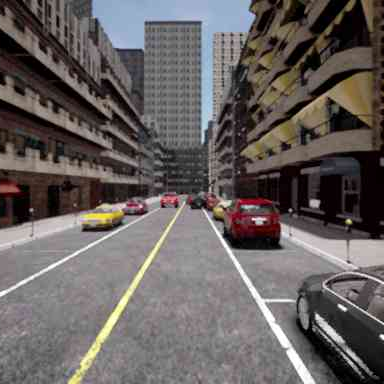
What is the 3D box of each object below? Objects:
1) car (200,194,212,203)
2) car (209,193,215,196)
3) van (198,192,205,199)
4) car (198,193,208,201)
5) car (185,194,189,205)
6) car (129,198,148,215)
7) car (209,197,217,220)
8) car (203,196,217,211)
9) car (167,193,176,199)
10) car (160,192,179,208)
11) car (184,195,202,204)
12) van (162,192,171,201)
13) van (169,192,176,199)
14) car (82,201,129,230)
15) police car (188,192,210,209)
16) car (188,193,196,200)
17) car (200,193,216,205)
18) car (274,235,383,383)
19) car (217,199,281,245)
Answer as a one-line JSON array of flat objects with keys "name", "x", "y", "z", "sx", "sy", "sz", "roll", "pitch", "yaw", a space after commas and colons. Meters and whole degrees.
[{"name": "car", "x": 2.523, "y": 1.156, "z": 59.374, "sx": 1.967, "sy": 1.590, "sz": 4.097, "roll": -1, "pitch": 0, "yaw": 0}, {"name": "car", "x": 2.528, "y": 1.085, "z": 48.276, "sx": 2.192, "sy": 1.841, "sz": 5.009, "roll": -1, "pitch": 0, "yaw": 0}, {"name": "van", "x": 2.507, "y": 0.920, "z": 87.119, "sx": 1.690, "sy": 1.788, "sz": 3.998, "roll": -1, "pitch": 0, "yaw": 0}, {"name": "car", "x": 2.515, "y": 1.074, "z": 76.021, "sx": 1.967, "sy": 1.590, "sz": 4.097, "roll": -1, "pitch": 0, "yaw": 0}, {"name": "car", "x": 0.197, "y": 1.233, "z": 51.218, "sx": 1.882, "sy": 1.535, "sz": 5.008, "roll": 0, "pitch": 0, "yaw": -11}, {"name": "car", "x": -5.342, "y": 1.290, "z": 31.605, "sx": 1.967, "sy": 1.590, "sz": 4.097, "roll": -1, "pitch": 0, "yaw": 0}, {"name": "car", "x": 2.542, "y": 1.401, "z": 26.251, "sx": 1.752, "sy": 1.417, "sz": 4.829, "roll": -1, "pitch": 0, "yaw": 0}, {"name": "car", "x": 2.537, "y": 1.406, "z": 37.179, "sx": 1.802, "sy": 1.307, "sz": 4.206, "roll": -1, "pitch": 0, "yaw": 0}, {"name": "car", "x": -5.372, "y": 1.019, "z": 87.096, "sx": 1.967, "sy": 1.590, "sz": 4.097, "roll": -1, "pitch": 0, "yaw": 0}, {"name": "car", "x": -2.858, "y": 1.016, "z": 43.435, "sx": 2.150, "sy": 2.045, "sz": 5.566, "roll": 0, "pitch": 0, "yaw": 0}, {"name": "car", "x": 0.247, "y": 1.231, "z": 57.296, "sx": 1.837, "sy": 1.490, "sz": 4.892, "roll": 0, "pitch": 0, "yaw": 15}, {"name": "van", "x": -5.364, "y": 1.002, "z": 70.448, "sx": 1.690, "sy": 1.788, "sz": 3.998, "roll": -1, "pitch": 0, "yaw": 0}, {"name": "van", "x": -5.376, "y": 0.892, "z": 92.644, "sx": 1.690, "sy": 1.788, "sz": 3.998, "roll": -1, "pitch": 0, "yaw": 0}, {"name": "car", "x": -5.335, "y": 1.429, "z": 20.337, "sx": 1.752, "sy": 1.417, "sz": 4.829, "roll": -1, "pitch": 0, "yaw": 0}, {"name": "police car", "x": 0.803, "y": 1.228, "z": 41.530, "sx": 1.930, "sy": 1.638, "sz": 5.238, "roll": 0, "pitch": 0, "yaw": 0}, {"name": "car", "x": -0.041, "y": 0.924, "z": 76.562, "sx": 1.882, "sy": 1.535, "sz": 5.008, "roll": 0, "pitch": 0, "yaw": 0}, {"name": "car", "x": 2.525, "y": 1.058, "z": 53.825, "sx": 2.192, "sy": 1.841, "sz": 5.009, "roll": -1, "pitch": 0, "yaw": 0}, {"name": "car", "x": 2.555, "y": 1.532, "z": 3.885, "sx": 2.008, "sy": 1.369, "sz": 4.403, "roll": -1, "pitch": 0, "yaw": 0}, {"name": "car", "x": 2.546, "y": 1.244, "z": 14.982, "sx": 2.192, "sy": 1.841, "sz": 5.009, "roll": -1, "pitch": 0, "yaw": 0}]
